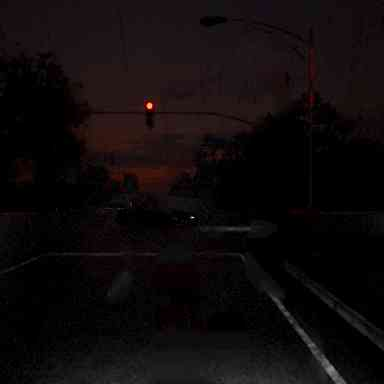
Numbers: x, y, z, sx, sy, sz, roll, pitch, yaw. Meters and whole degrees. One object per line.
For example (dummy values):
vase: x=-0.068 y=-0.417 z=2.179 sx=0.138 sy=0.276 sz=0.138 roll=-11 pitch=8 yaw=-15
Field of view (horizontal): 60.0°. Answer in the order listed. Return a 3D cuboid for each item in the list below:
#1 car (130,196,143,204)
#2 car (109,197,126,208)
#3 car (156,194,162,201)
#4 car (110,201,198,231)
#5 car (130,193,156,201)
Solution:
car: x=-10.703 y=1.459 z=64.309 sx=1.994 sy=1.385 sz=4.181 roll=0 pitch=0 yaw=-1
car: x=-10.622 y=1.480 z=47.800 sx=1.812 sy=1.442 sz=4.674 roll=0 pitch=0 yaw=0
car: x=-7.248 y=1.228 z=67.645 sx=2.097 sy=1.767 sz=4.553 roll=0 pitch=0 yaw=-2
car: x=-2.076 y=1.485 z=19.963 sx=4.902 sy=1.511 sz=2.128 roll=0 pitch=0 yaw=-3
car: x=-7.109 y=1.171 z=48.588 sx=2.150 sy=2.045 sz=5.566 roll=0 pitch=1 yaw=1
